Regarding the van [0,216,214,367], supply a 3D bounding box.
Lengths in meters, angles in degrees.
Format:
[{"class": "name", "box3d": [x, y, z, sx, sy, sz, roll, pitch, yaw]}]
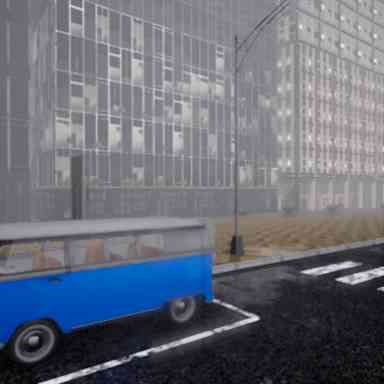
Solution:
[{"class": "van", "box3d": [-1.512, 1.342, 5.488, 3.998, 1.788, 1.690, 0, 0, -35]}]
